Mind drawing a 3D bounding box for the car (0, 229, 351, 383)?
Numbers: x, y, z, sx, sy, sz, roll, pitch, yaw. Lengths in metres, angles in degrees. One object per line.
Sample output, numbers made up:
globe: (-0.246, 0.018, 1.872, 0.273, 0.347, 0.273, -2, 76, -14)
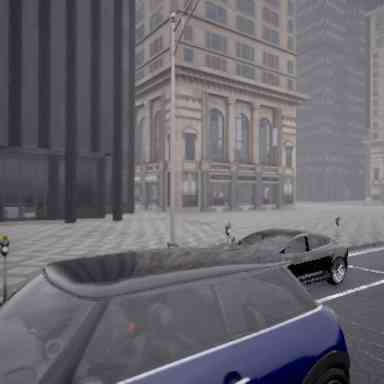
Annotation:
car: (-0.728, 1.359, 2.733, 4.553, 1.767, 2.097, 1, 0, -35)

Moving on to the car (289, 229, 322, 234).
car: (2.090, 1.614, 8.131, 4.313, 1.339, 1.947, 1, -1, -35)
